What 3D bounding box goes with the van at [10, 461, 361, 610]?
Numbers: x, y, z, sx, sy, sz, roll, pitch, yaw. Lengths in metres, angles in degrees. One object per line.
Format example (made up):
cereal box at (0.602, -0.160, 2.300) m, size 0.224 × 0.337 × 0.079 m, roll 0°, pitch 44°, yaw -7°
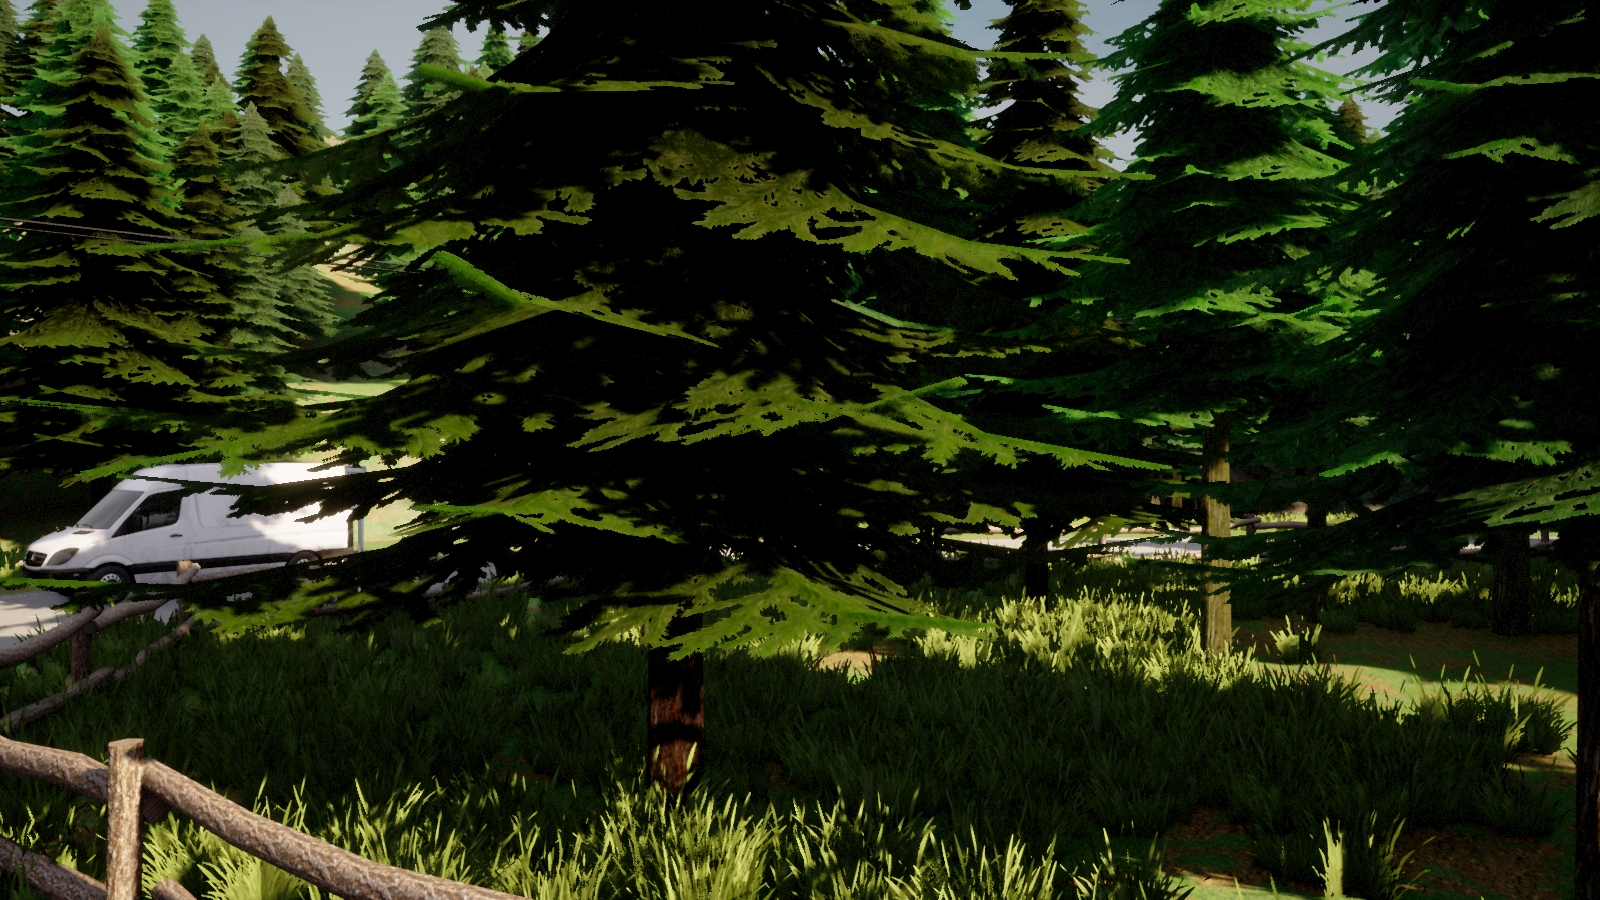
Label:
van at (-12.132, 1.535, 23.023) m, size 1.988 × 2.561 × 5.915 m, roll 0°, pitch 0°, yaw 39°
